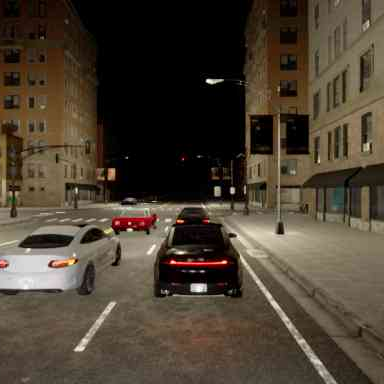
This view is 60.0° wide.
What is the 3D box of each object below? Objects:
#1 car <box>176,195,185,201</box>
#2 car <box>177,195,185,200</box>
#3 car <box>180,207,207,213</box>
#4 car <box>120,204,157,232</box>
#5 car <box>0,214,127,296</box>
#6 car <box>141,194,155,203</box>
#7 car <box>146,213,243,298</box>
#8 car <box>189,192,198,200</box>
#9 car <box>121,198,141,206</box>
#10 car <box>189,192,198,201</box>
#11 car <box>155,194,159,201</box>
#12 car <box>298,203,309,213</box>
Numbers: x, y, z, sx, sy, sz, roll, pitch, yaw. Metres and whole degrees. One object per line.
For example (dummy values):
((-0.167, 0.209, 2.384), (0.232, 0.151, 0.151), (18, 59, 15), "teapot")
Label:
((-2.900, 1.499, 80.157), (1.812, 1.442, 4.674), (0, 0, 0), "car")
((-2.856, 1.395, 90.160), (1.994, 1.385, 4.181), (0, 0, 0), "car")
((0.075, 1.524, 17.747), (1.812, 1.442, 4.674), (0, 0, 0), "car")
((-3.071, 1.599, 18.738), (1.895, 1.301, 4.718), (0, 0, 0), "car")
((-3.120, 1.525, 8.557), (1.812, 1.442, 4.674), (0, 0, 0), "car")
((-9.457, 1.530, 67.428), (2.033, 1.411, 5.357), (0, 0, 0), "car")
((0.136, 1.504, 8.501), (1.837, 1.490, 4.892), (0, 0, 0), "car")
((0.394, 1.067, 90.175), (2.150, 2.045, 5.566), (0, 0, 0), "car")
((-9.622, 1.591, 51.122), (1.895, 1.301, 4.718), (0, 0, 0), "car")
((0.349, 1.475, 79.726), (1.837, 1.490, 4.892), (0, 0, 0), "car")
((-9.393, 1.316, 81.725), (2.097, 1.767, 4.553), (0, 0, 0), "car")
((14.094, 1.528, 36.296), (4.902, 1.511, 2.128), (0, 0, 1), "car")
